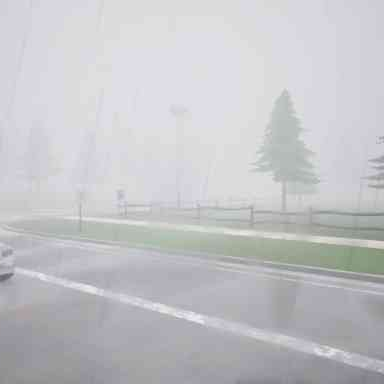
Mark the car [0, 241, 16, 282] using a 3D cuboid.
[{"bbox_3d":[-6.266,1.526,8.412,4.674,1.442,1.812,0,0,35],"label":"car"}]
